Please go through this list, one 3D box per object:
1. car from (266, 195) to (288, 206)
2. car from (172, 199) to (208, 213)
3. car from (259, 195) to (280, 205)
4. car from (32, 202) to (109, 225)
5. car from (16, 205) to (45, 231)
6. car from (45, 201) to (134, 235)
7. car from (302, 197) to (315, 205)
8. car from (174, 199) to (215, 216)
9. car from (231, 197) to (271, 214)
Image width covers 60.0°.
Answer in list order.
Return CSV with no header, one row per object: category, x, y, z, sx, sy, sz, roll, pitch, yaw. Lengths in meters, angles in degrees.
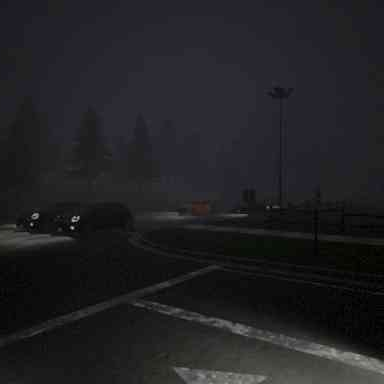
car,13.448,1.587,52.015,1.994,1.385,4.181,0,0,35
car,-0.177,1.552,38.733,1.812,1.442,4.674,0,0,35
car,13.670,1.378,58.352,2.097,1.767,4.553,0,0,36
car,-9.261,1.574,25.837,2.033,1.411,5.357,0,0,35
car,-8.477,1.373,20.863,2.097,1.767,4.553,0,0,35
car,-5.521,1.369,18.984,2.097,1.767,4.553,0,0,35
car,19.534,1.544,54.514,1.812,1.442,4.674,0,0,36
car,0.490,1.500,33.626,1.882,1.535,5.008,0,0,35
car,6.200,1.566,35.665,2.033,1.411,5.357,0,0,35
